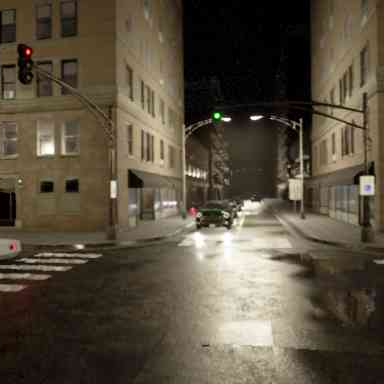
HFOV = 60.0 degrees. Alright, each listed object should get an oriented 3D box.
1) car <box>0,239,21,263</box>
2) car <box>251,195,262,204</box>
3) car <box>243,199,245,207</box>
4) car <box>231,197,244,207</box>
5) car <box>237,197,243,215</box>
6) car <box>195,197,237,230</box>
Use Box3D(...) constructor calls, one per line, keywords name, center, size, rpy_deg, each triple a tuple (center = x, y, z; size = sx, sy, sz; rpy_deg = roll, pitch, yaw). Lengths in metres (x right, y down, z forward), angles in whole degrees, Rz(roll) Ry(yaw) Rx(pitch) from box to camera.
Box3D(name="car", center=(-7.711, 1.707, 9.840), size=(4.718, 1.301, 1.895), rpy_deg=(-1, 0, 13))
Box3D(name="car", center=(11.837, 1.368, 61.645), size=(2.128, 1.511, 4.902), rpy_deg=(-1, 0, 10))
Box3D(name="car", center=(4.977, 1.452, 39.519), size=(1.837, 1.490, 4.892), rpy_deg=(-1, 0, 11))
Box3D(name="car", center=(6.847, 1.456, 49.636), size=(1.812, 1.442, 4.674), rpy_deg=(-1, 0, 10))
Box3D(name="car", center=(3.212, 1.457, 30.217), size=(2.128, 1.511, 4.902), rpy_deg=(-1, 0, 11))
Box3D(name="car", center=(1.540, 1.336, 21.159), size=(2.097, 1.767, 4.553), rpy_deg=(-1, 0, 10))
